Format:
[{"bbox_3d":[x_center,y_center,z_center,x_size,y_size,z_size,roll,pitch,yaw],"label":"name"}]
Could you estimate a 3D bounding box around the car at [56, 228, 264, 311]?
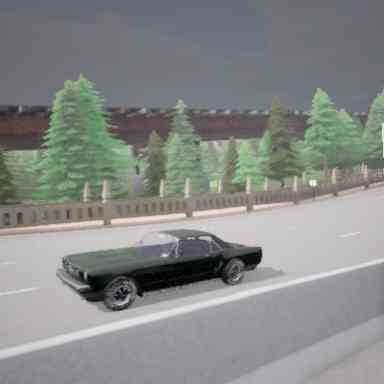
[{"bbox_3d":[-0.587,1.590,7.854,4.718,1.301,1.895,0,0,-35],"label":"car"}]
